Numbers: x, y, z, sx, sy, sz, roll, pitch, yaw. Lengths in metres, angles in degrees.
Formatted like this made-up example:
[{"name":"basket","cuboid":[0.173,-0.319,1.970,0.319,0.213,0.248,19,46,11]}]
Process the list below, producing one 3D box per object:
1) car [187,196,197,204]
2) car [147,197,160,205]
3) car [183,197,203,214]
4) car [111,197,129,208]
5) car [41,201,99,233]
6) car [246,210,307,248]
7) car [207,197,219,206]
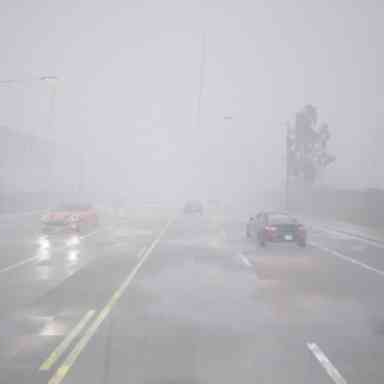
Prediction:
[{"name":"car","cuboid":[0.027,1.597,66.116,2.033,1.411,5.357,0,0,0]},{"name":"car","cuboid":[-6.990,1.631,60.937,2.033,1.411,5.357,0,0,0]},{"name":"car","cuboid":[0.103,1.580,35.110,1.994,1.385,4.181,0,0,0]},{"name":"car","cuboid":[-10.521,1.532,48.641,1.837,1.490,4.892,0,0,1]},{"name":"car","cuboid":[-7.074,1.358,19.738,2.097,1.767,4.553,0,0,0]},{"name":"car","cuboid":[3.604,1.533,14.705,1.812,1.442,4.674,0,0,0]},{"name":"car","cuboid":[3.641,1.573,56.978,2.033,1.411,5.357,0,0,0]}]
